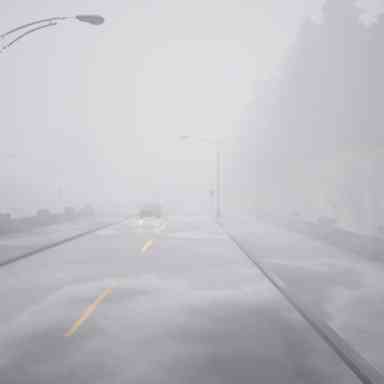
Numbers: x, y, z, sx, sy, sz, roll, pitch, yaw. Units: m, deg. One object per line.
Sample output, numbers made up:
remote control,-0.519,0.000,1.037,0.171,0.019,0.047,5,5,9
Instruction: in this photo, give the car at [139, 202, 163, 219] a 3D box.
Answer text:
car,-4.036,1.794,33.261,1.882,1.535,5.008,0,-1,0
